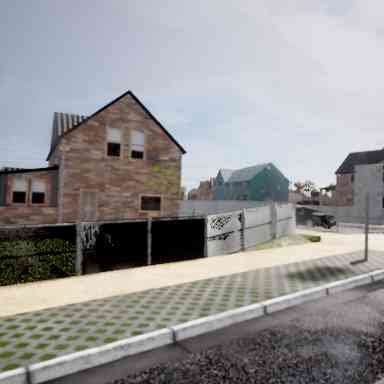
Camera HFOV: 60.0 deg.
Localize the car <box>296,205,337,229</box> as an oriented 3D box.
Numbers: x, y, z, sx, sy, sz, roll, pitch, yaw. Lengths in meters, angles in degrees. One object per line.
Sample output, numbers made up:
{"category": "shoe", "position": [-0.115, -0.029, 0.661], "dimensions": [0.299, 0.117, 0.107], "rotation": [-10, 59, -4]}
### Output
{"category": "car", "position": [7.675, 1.725, 23.208], "dimensions": [1.837, 1.490, 4.892], "rotation": [3, -2, -29]}
